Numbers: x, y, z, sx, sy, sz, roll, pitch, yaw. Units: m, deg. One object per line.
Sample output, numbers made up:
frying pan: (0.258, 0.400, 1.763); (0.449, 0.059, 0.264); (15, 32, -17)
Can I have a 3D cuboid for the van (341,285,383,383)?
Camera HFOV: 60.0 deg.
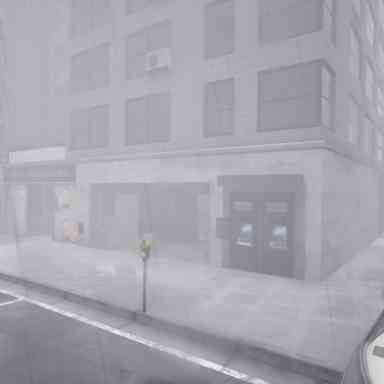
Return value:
van: (2.592, 1.342, 1.095); (3.998, 1.788, 1.690); (0, 1, 36)
